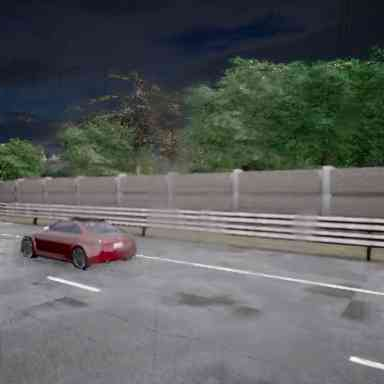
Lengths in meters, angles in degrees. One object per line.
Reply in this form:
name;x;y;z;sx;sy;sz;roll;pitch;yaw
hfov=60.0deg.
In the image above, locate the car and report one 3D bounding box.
car;-3.805;1.541;11.003;4.181;1.385;1.994;0;0;35
